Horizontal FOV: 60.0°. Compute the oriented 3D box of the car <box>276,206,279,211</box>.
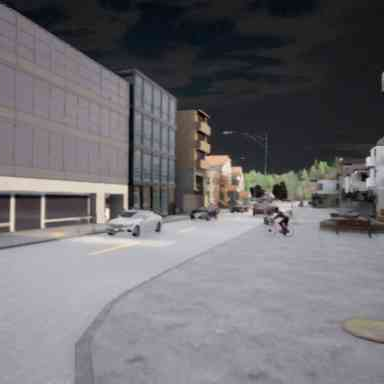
[{"bbox_3d":[12.531,2.615,52.325,1.895,1.301,4.718,0,-1,20],"label":"car"}]

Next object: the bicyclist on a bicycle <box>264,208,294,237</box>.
[{"bbox_3d":[4.890,1.720,18.664,1.656,1.620,0.582,0,-1,20],"label":"bicyclist on a bicycle"}]

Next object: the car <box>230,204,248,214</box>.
[{"bbox_3d":[7.046,2.494,48.935,2.033,1.411,5.357,0,-1,20],"label":"car"}]

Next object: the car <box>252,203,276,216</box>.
[{"bbox_3d":[9.140,2.170,42.834,2.097,1.767,4.553,0,-1,20],"label":"car"}]

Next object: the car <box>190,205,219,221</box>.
[{"bbox_3d":[1.294,2.057,33.342,2.128,1.511,4.902,0,0,20],"label":"car"}]

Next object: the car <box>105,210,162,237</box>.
[{"bbox_3d":[-3.391,1.828,20.406,1.812,1.442,4.674,0,-1,20],"label":"car"}]
